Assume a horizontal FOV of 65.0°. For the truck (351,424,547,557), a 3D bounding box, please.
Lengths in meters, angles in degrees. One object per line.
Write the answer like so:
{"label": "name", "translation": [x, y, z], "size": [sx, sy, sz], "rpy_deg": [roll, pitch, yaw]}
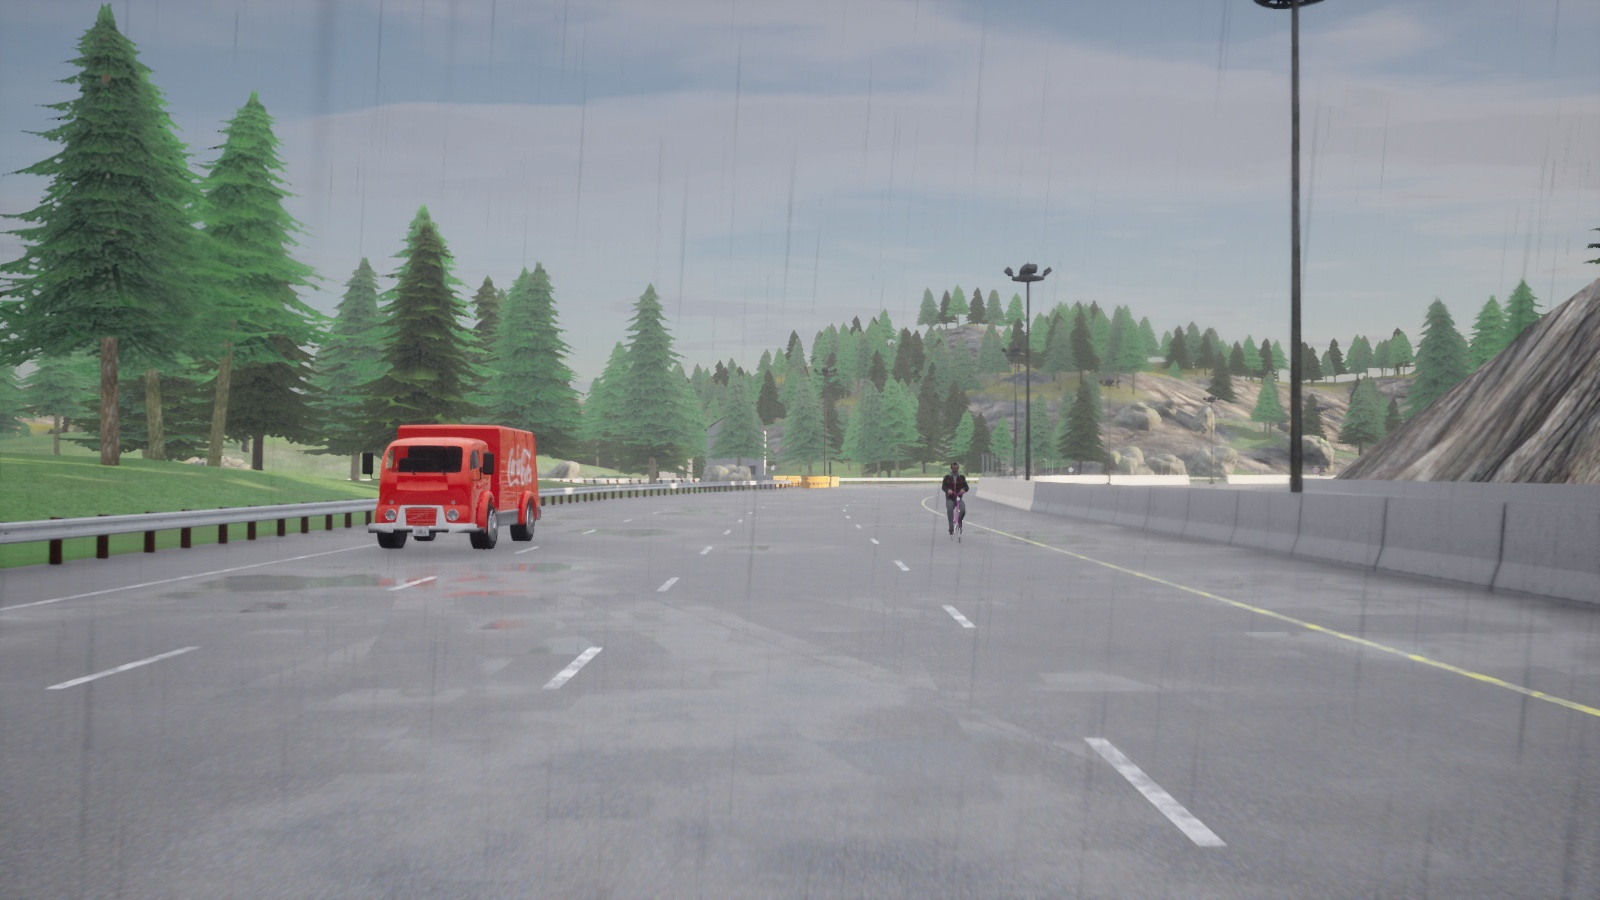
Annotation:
{"label": "truck", "translation": [-7.065, 0.789, 26.002], "size": [2.627, 2.467, 5.204], "rpy_deg": [0, -1, 0]}

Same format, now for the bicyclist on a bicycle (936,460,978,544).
{"label": "bicyclist on a bicycle", "translation": [3.432, 1.131, 27.569], "size": [0.659, 1.776, 1.843], "rpy_deg": [0, -1, 0]}
